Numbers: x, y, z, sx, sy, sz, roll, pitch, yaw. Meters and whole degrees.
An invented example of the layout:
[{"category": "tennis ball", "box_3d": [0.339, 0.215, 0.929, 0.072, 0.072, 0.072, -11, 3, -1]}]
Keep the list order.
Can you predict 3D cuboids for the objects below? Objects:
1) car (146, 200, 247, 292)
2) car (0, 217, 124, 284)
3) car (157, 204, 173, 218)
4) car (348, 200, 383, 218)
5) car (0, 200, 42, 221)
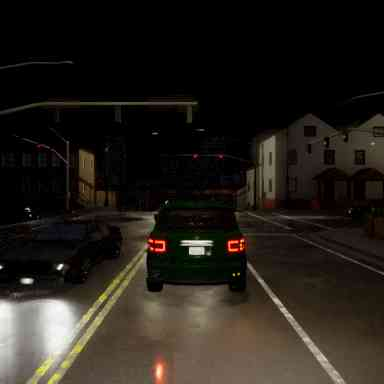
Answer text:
[{"category": "car", "box_3d": [0.090, 1.221, 9.059, 2.150, 2.045, 5.566, 0, 0, 0]}, {"category": "car", "box_3d": [-3.470, 1.547, 9.866, 2.033, 1.411, 5.357, 0, 0, 2]}, {"category": "car", "box_3d": [-3.593, 2.597, 45.329, 1.812, 1.442, 4.674, 0, -9, 0]}, {"category": "car", "box_3d": [16.563, 1.491, 29.786, 4.902, 1.511, 2.128, 0, 0, -1]}, {"category": "car", "box_3d": [-14.121, 1.414, 25.604, 4.553, 1.767, 2.097, -2, 0, 0]}]
